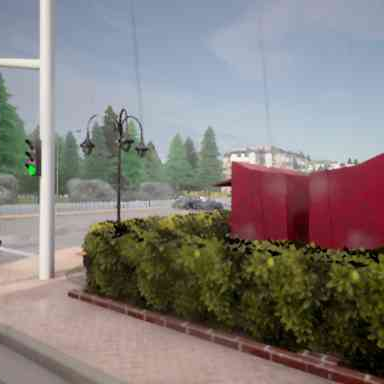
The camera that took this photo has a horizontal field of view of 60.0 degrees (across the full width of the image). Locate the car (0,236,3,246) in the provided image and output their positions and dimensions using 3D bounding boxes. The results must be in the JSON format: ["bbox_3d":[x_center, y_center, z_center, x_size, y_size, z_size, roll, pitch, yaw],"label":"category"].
[{"bbox_3d":[-9.276,1.523,10.801,2.033,1.411,5.357,0,0,36],"label":"car"}]

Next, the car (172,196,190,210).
[{"bbox_3d":[-0.479,1.300,40.990,2.097,1.767,4.553,0,0,36],"label":"car"}]

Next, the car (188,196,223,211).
[{"bbox_3d":[1.856,1.527,38.253,1.994,1.385,4.181,0,0,36],"label":"car"}]
